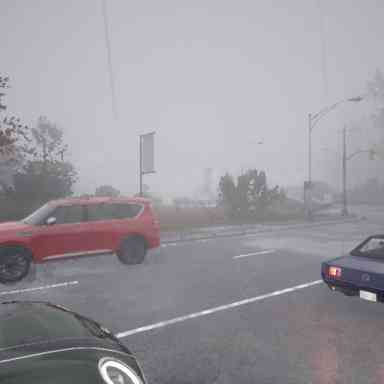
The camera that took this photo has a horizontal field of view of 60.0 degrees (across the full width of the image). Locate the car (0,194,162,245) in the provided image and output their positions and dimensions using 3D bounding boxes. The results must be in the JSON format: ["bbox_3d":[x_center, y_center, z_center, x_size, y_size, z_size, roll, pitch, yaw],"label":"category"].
[{"bbox_3d":[-3.612,1.218,10.006,5.566,2.045,2.150,0,0,-35],"label":"car"}]

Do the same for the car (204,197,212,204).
[{"bbox_3d":[1.279,1.291,54.546,1.812,1.442,4.674,-1,0,-38],"label":"car"}]

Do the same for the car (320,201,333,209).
[{"bbox_3d":[13.657,1.303,39.054,2.033,1.411,5.357,-1,0,-39],"label":"car"}]

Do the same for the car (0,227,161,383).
[{"bbox_3d":[-2.483,1.352,1.952,4.553,1.767,2.097,0,0,-36],"label":"car"}]

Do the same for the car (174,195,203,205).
[{"bbox_3d":[-0.969,1.287,51.752,2.128,1.511,4.902,-1,0,-38],"label":"car"}]

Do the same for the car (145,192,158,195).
[{"bbox_3d":[-7.564,1.021,60.079,2.150,2.045,5.566,-1,0,-38],"label":"car"}]

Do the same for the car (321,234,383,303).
[{"bbox_3d":[4.989,1.573,7.289,4.718,1.301,1.895,0,0,-35],"label":"car"}]

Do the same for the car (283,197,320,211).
[{"bbox_3d":[11.051,1.292,36.710,1.837,1.490,4.892,-1,0,-39],"label":"car"}]

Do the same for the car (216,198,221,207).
[{"bbox_3d":[5.245,1.142,43.967,2.097,1.767,4.553,-1,0,-39],"label":"car"}]
